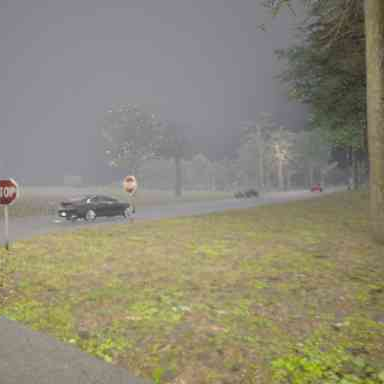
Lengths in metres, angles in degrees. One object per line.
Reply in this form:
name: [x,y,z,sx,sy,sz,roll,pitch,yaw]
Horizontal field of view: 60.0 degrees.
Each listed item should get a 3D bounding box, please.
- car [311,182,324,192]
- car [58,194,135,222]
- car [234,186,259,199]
car: [27.158,-1.087,71.821,2.150,2.045,5.566,-2,1,28]
car: [-5.531,0.906,19.837,1.837,1.490,4.892,-2,-1,34]
car: [8.806,0.043,53.183,2.150,2.045,5.566,-2,1,34]
